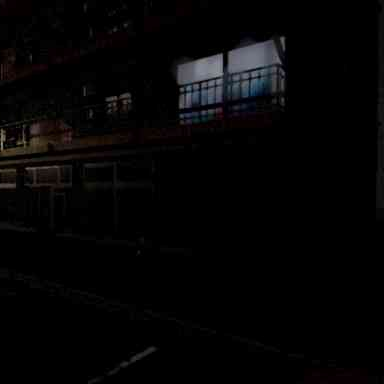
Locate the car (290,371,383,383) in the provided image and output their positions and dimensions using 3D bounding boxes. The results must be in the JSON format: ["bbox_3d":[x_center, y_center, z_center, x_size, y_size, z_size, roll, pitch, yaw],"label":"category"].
[{"bbox_3d":[2.428,1.534,1.135,4.829,1.417,1.752,0,0,36],"label":"car"}]
